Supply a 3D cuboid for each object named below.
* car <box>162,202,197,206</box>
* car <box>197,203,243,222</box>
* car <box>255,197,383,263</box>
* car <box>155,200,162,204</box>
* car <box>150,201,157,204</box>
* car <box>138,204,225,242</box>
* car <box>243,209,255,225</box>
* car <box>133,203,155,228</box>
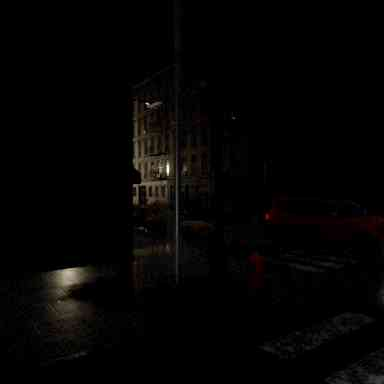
[{"bbox_3d":[-0.549,1.565,30.341,1.947,1.339,4.313,0,0,-35],"label":"car"},{"bbox_3d":[2.591,1.577,25.932,1.802,1.307,4.206,0,0,-35],"label":"car"},{"bbox_3d":[5.294,1.233,12.665,2.150,2.045,5.566,0,0,-35],"label":"car"},{"bbox_3d":[-3.787,1.528,34.889,1.752,1.417,4.829,0,0,-35],"label":"car"},{"bbox_3d":[-5.363,1.573,27.647,2.033,1.411,5.357,0,0,-35],"label":"car"},{"bbox_3d":[-0.713,1.554,16.737,1.752,1.417,4.829,0,0,-35],"label":"car"},{"bbox_3d":[5.731,1.557,21.523,1.947,1.339,4.313,0,0,-35],"label":"car"},{"bbox_3d":[-3.952,1.584,21.285,2.008,1.369,4.403,0,0,-35],"label":"car"}]
